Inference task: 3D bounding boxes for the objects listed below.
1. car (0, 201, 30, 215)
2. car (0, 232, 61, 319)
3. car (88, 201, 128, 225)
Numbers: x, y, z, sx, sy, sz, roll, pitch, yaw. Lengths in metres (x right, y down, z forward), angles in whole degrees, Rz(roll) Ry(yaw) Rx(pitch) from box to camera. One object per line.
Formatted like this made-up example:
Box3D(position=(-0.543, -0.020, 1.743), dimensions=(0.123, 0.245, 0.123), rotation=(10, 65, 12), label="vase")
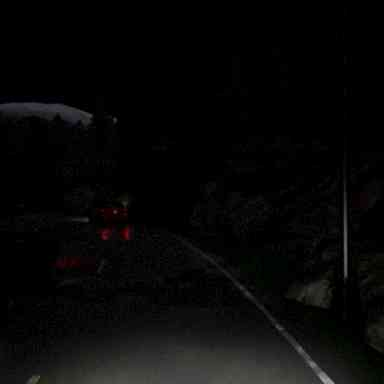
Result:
Box3D(position=(-20.136, 1.686, 36.627), dimensions=(4.902, 1.511, 2.128), rotation=(0, 0, 23), label="car")
Box3D(position=(-4.430, 1.643, 7.421), dimensions=(1.895, 1.301, 4.718), rotation=(0, 0, -8), label="car")
Box3D(position=(-6.497, 1.448, 25.427), dimensions=(2.097, 1.767, 4.553), rotation=(0, 0, -30), label="car")
